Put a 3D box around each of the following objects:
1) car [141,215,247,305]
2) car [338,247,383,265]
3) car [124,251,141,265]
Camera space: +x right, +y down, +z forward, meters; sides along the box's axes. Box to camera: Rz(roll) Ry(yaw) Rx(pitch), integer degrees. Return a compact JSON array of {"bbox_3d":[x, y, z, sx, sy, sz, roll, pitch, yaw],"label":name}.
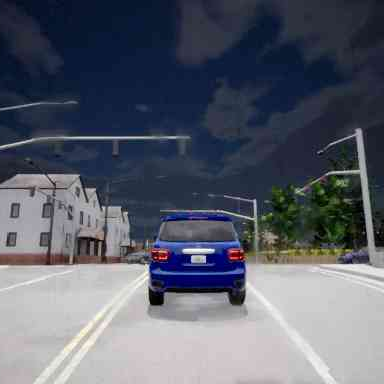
[{"bbox_3d":[0.076,1.760,9.289,2.150,2.045,5.566,0,-7,-1],"label":"car"},{"bbox_3d":[15.418,5.657,29.596,4.553,1.767,2.097,0,-12,1],"label":"car"},{"bbox_3d":[-5.057,6.791,34.115,1.837,1.490,4.892,-4,-13,22],"label":"car"}]
